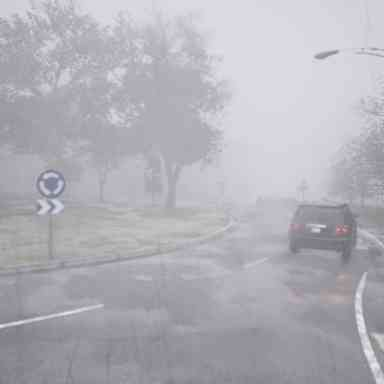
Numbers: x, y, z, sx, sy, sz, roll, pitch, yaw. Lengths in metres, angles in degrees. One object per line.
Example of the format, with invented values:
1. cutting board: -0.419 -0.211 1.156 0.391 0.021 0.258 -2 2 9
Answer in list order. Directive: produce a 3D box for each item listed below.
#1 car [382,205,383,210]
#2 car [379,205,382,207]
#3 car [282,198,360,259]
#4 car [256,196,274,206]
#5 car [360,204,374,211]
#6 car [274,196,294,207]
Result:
1. car: 34.436 3.276 66.067 5.366 1.575 1.946 2 -2 37
2. car: 32.943 3.146 63.738 4.792 1.488 2.163 2 -2 37
3. car: 5.602 1.405 13.979 2.150 2.045 5.566 2 1 28
4. car: 10.788 1.300 48.012 2.128 1.511 4.902 2 -2 31
5. car: 27.946 2.595 57.186 4.892 1.521 2.231 2 -3 37
6. car: 13.577 1.366 46.445 1.882 1.535 5.008 2 -2 33
